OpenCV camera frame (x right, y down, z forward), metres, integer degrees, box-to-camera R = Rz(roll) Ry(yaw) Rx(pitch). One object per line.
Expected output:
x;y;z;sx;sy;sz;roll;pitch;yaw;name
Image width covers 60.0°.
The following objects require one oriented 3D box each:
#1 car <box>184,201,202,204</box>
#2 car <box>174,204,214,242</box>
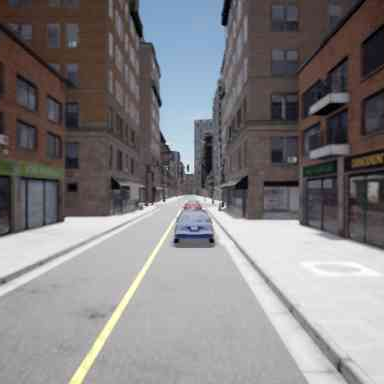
0.091;1.586;34.598;1.994;1.385;4.181;0;0;0;car
0.093;1.554;16.319;2.033;1.411;5.357;0;0;0;car
